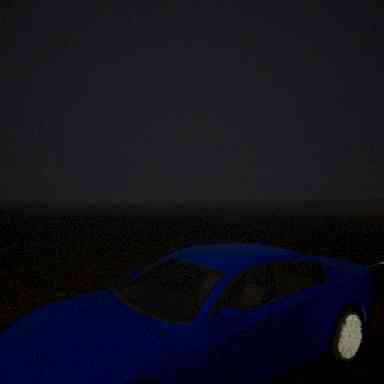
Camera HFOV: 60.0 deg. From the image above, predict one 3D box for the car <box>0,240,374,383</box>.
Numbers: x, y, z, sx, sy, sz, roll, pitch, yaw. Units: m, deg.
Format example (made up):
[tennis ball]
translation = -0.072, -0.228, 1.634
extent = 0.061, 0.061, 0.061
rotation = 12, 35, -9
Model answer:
[car]
translation = 0.345, 1.458, 4.239
extent = 5.008, 1.535, 1.882
rotation = -1, 0, -36
